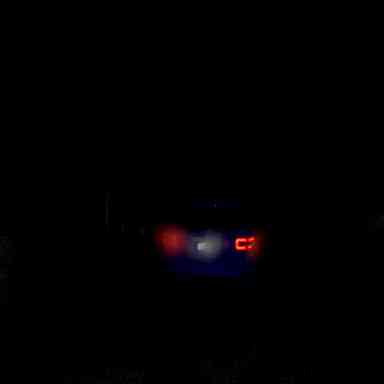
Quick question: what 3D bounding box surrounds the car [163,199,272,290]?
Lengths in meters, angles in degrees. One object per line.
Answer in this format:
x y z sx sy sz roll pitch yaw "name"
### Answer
0.969 1.194 9.299 2.150 2.045 5.566 0 0 15 "car"
